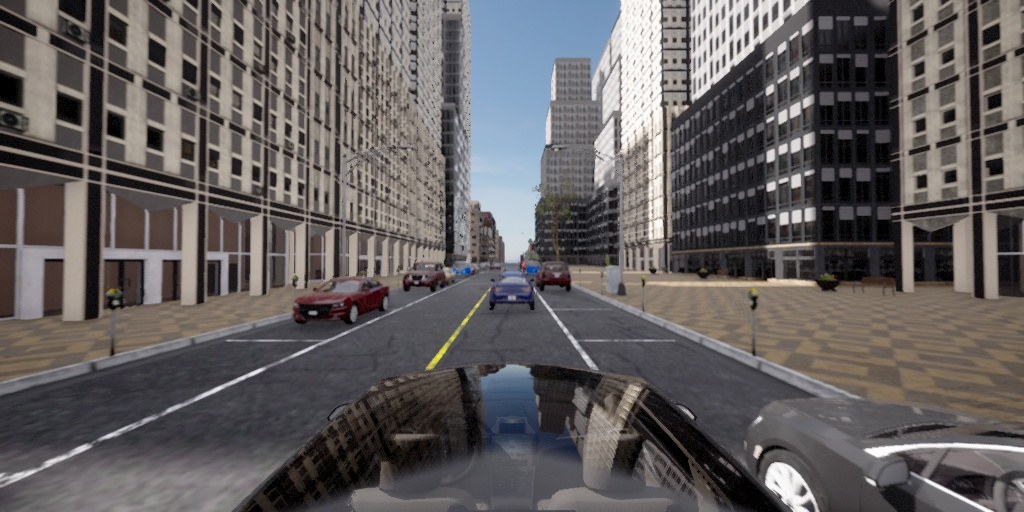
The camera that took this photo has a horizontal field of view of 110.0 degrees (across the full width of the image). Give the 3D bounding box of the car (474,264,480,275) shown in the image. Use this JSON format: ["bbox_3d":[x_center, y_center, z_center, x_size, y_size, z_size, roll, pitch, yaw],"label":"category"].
[{"bbox_3d":[-5.700,1.675,46.622,1.967,1.591,4.097,0,0,0],"label":"car"}]

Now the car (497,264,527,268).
[{"bbox_3d":[0.015,1.622,30.386,1.994,1.385,4.181,0,-1,0],"label":"car"}]

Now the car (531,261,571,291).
[{"bbox_3d":[2.690,1.301,23.844,2.192,1.841,5.009,0,0,0],"label":"car"}]

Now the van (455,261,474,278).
[{"bbox_3d":[-5.699,1.513,40.934,1.690,1.789,3.998,0,0,0],"label":"van"}]

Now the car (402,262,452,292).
[{"bbox_3d":[-5.695,1.301,23.869,2.192,1.841,5.009,0,0,0],"label":"car"}]

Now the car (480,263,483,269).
[{"bbox_3d":[-5.701,1.825,52.141,1.751,1.417,4.829,0,0,0],"label":"car"}]

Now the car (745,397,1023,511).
[{"bbox_3d":[2.689,1.294,1.090,2.007,1.370,4.403,0,0,0],"label":"car"}]

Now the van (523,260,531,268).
[{"bbox_3d":[2.688,1.576,46.598,1.690,1.789,3.998,0,0,0],"label":"van"}]

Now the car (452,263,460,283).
[{"bbox_3d":[-5.697,1.573,29.387,1.751,1.417,4.829,0,0,0],"label":"car"}]

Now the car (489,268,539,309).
[{"bbox_3d":[0.021,1.424,15.742,1.812,1.442,4.674,0,0,1],"label":"car"}]

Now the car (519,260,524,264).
[{"bbox_3d":[2.688,1.678,57.976,2.192,1.841,5.009,0,0,0],"label":"car"}]

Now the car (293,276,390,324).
[{"bbox_3d":[-5.693,1.409,12.491,1.888,1.381,4.507,0,0,0],"label":"car"}]
